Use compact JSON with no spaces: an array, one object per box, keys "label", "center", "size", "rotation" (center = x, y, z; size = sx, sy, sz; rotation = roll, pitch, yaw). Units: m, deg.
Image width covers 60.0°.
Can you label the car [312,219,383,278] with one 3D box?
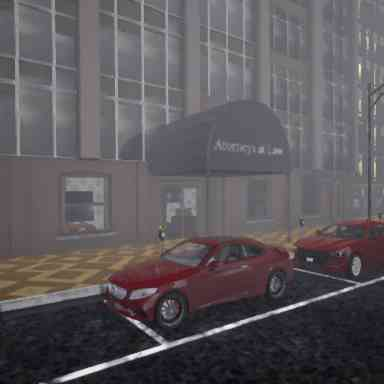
[{"label":"car","center":[4.940,1.540,10.093],"size":[4.507,1.381,1.887],"rotation":[0,0,-35]}]

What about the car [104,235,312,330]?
[{"label":"car","center":[0.348,1.579,6.817],"size":[4.206,1.307,1.802],"rotation":[0,0,-35]}]
